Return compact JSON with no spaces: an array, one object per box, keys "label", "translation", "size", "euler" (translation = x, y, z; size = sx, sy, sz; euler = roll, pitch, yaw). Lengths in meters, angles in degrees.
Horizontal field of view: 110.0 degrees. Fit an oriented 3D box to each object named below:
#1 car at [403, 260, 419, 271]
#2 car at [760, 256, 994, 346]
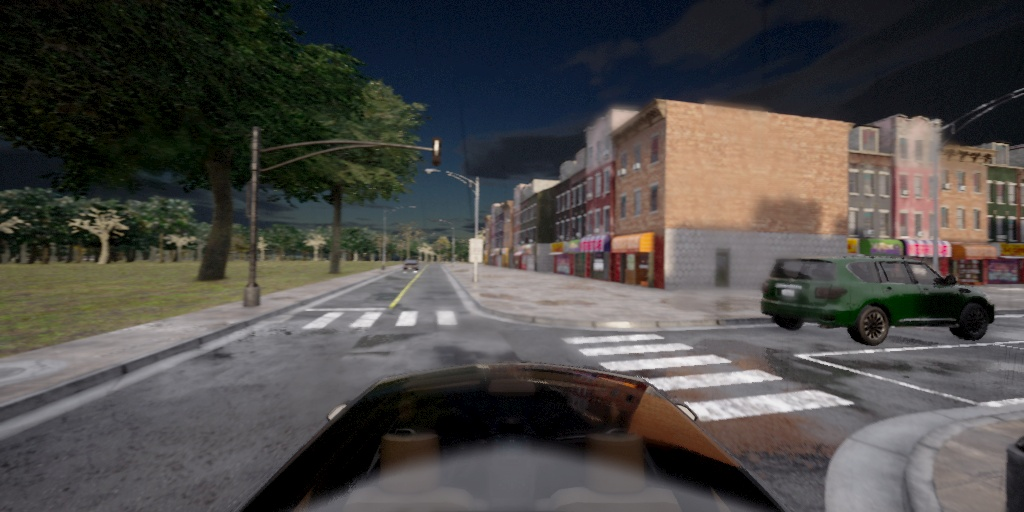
[{"label":"car","translation":[-13.061,1.179,46.639],"size":[2.033,1.411,5.357],"euler":[1,0,-11]},{"label":"car","translation":[9.449,1.032,9.449],"size":[5.566,2.045,2.150],"euler":[1,-1,-12]}]
